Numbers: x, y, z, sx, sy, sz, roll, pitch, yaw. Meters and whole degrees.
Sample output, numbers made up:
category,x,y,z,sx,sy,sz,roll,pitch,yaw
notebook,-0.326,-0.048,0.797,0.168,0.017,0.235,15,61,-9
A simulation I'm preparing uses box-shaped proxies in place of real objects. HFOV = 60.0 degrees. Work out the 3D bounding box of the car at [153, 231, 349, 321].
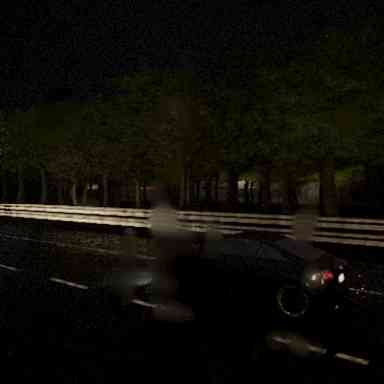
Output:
category,x,y,z,sx,sy,sz,roll,pitch,yaw
car,1.142,1.568,7.355,4.181,1.385,1.994,0,0,36
